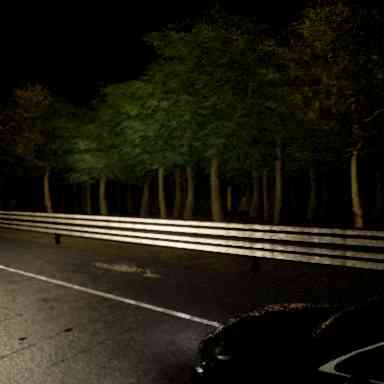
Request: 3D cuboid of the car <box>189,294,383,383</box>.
[{"bbox_3d":[2.215,1.498,2.459,4.892,1.490,1.837,-2,-1,36],"label":"car"}]
